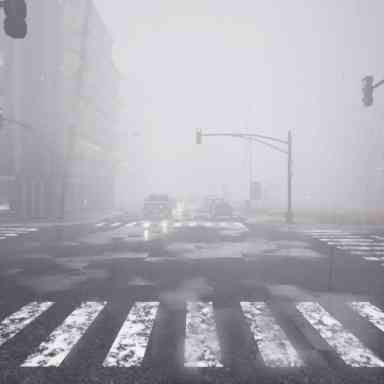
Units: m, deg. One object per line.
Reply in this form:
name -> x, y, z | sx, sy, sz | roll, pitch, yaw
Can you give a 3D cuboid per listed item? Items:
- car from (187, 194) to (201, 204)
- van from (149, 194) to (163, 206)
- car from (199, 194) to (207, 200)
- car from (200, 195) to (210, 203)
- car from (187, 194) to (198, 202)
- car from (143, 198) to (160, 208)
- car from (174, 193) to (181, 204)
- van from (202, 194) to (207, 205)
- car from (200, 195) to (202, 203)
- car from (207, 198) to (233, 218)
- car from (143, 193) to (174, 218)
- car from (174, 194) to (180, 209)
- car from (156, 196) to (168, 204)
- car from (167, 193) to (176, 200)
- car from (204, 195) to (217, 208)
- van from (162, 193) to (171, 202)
car -> 0.154, 1.479, 60.352 | 2.033, 1.411, 5.357 | 0, 0, 0
van -> -5.659, 1.286, 52.508 | 1.690, 1.788, 3.998 | -1, 0, 0
car -> 2.756, 1.313, 86.409 | 1.967, 1.590, 4.097 | -1, 0, 0
car -> 2.711, 1.353, 69.472 | 1.967, 1.590, 4.097 | -1, 0, 0
car -> 0.090, 1.264, 70.979 | 2.097, 1.767, 4.553 | 0, 0, 0
car -> -5.660, 1.520, 46.863 | 1.947, 1.339, 4.313 | -1, 0, 0
car -> -2.964, 1.474, 63.027 | 2.033, 1.411, 5.357 | 0, 0, 1
van -> 2.684, 1.295, 46.889 | 1.690, 1.788, 3.998 | -1, 0, 0
car -> 2.692, 1.490, 52.535 | 1.887, 1.381, 4.507 | -1, 0, 0
car -> 2.673, 1.522, 29.951 | 1.887, 1.381, 4.507 | -1, 0, 0
car -> -3.065, 1.198, 30.415 | 2.150, 2.045, 5.566 | 0, 0, 0
car -> -3.054, 1.435, 44.261 | 1.882, 1.535, 5.008 | 0, 0, 0
car -> -5.646, 1.470, 63.800 | 1.887, 1.381, 4.507 | -1, 0, 0
car -> -5.624, 1.173, 92.032 | 2.192, 1.841, 5.009 | -1, 0, 0
car -> 2.676, 1.410, 35.597 | 1.967, 1.590, 4.097 | -1, 0, 0
van -> -5.639, 1.242, 75.094 | 1.690, 1.788, 3.998 | -1, 0, 0
